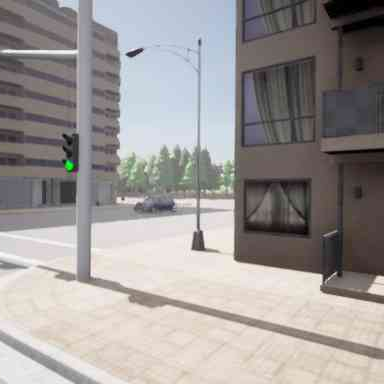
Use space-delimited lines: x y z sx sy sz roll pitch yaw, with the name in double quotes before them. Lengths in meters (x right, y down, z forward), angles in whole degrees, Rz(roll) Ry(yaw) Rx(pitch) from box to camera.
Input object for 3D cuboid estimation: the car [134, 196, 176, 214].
"car" -3.548 1.161 32.429 2.097 1.767 4.553 1 0 35
